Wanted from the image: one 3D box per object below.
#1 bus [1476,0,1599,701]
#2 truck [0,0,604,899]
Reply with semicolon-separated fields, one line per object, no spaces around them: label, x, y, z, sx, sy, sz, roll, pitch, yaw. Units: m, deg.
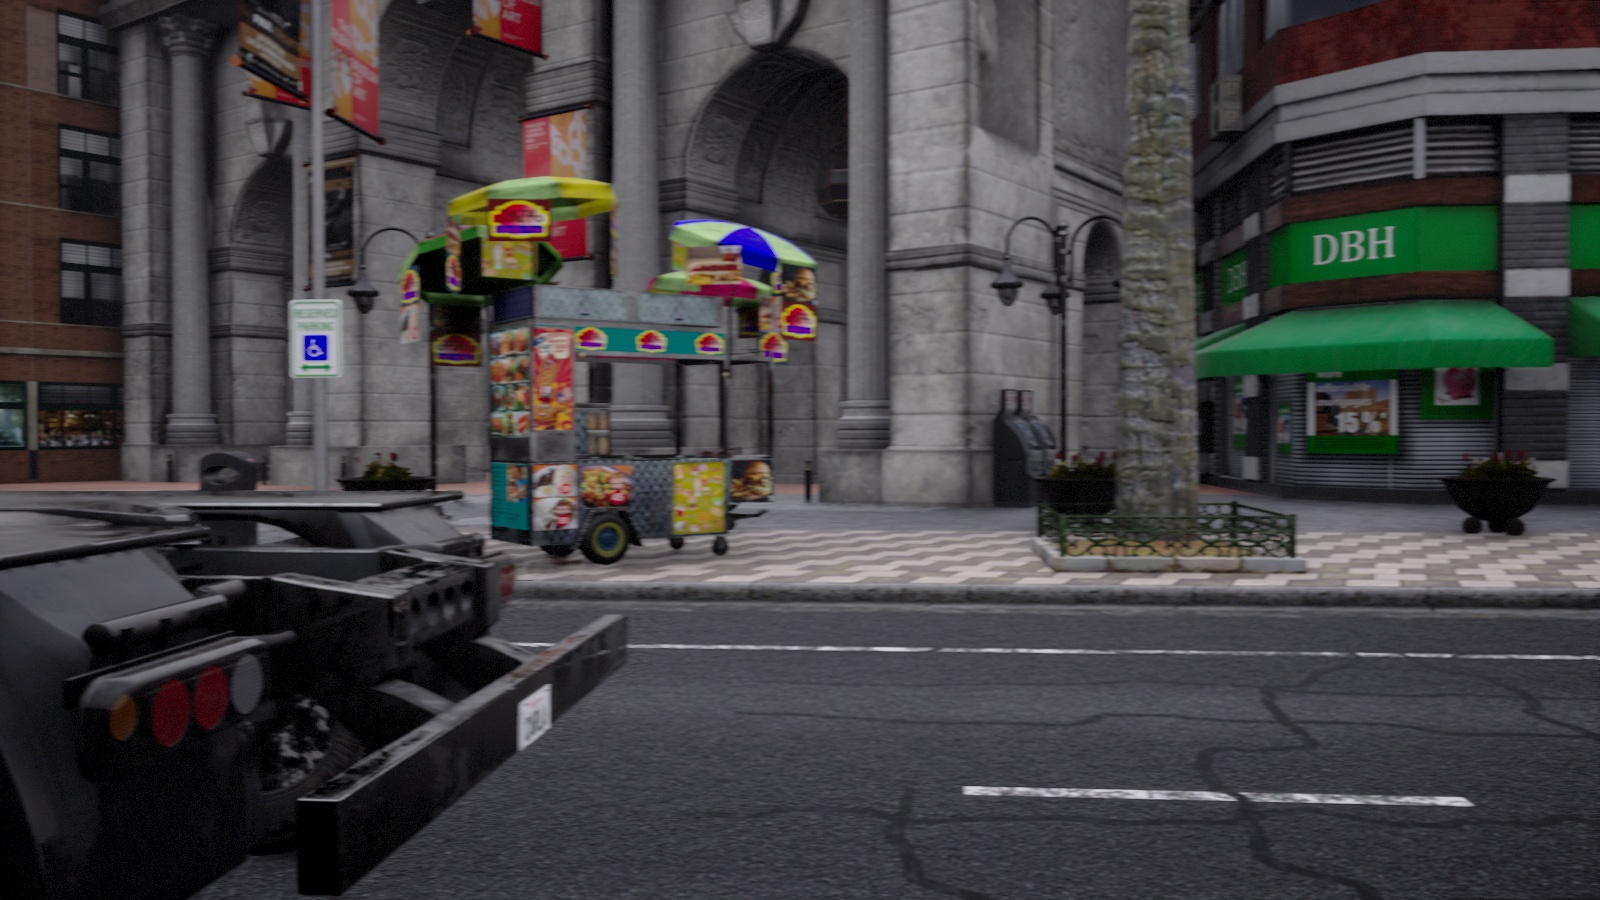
bus;9.724;-0.617;6.396;10.273;4.253;3.944;1;1;5
truck;-4.906;-0.242;4.198;7.936;3.462;2.891;0;1;5
